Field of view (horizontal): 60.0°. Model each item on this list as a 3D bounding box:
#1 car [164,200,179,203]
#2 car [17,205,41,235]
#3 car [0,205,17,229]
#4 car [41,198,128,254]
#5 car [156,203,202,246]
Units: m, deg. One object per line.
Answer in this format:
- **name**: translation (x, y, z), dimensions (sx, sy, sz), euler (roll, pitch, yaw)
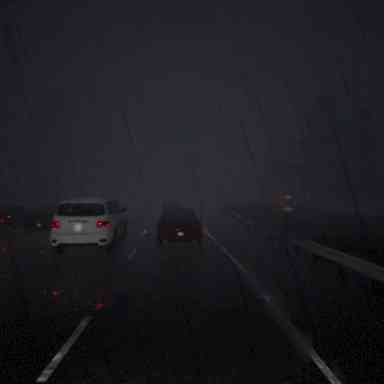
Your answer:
- **car**: translation (-2.099, 1.542, 34.230), dimensions (1.882, 1.535, 5.008), euler (0, 0, -4)
- **car**: translation (-8.014, 1.524, 19.329), dimensions (1.882, 1.535, 5.008), euler (0, 0, -6)
- **car**: translation (-11.772, 1.581, 21.620), dimensions (1.812, 1.442, 4.674), euler (0, 0, -6)
- **car**: translation (-4.014, 1.252, 13.796), dimensions (2.150, 2.045, 5.566), euler (0, 0, -4)
- **car**: translation (-0.642, 1.507, 15.594), dimensions (1.882, 1.535, 5.008), euler (0, 0, -4)
